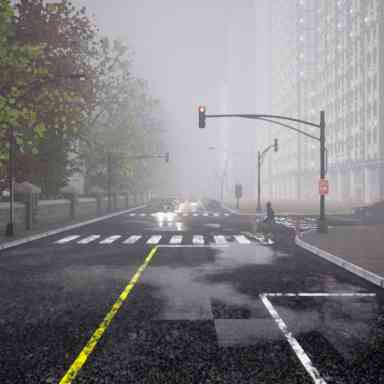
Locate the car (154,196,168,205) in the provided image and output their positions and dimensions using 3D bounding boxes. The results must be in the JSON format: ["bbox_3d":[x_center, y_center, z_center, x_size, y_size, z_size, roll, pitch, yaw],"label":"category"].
[{"bbox_3d":[-5.523,1.476,59.699,1.967,1.590,4.097,0,0,0],"label":"car"}]

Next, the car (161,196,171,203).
[{"bbox_3d":[-5.492,1.576,70.794,1.752,1.417,4.829,0,0,0],"label":"car"}]

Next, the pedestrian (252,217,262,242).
[{"bbox_3d":[2.911,1.672,15.332,0.500,1.100,0.500,0,0,0],"label":"pedestrian"}]

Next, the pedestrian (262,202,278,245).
[{"bbox_3d":[3.308,1.294,14.132,0.375,1.860,0.375,0,0,0],"label":"pedestrian"}]

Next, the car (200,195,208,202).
[{"bbox_3d":[2.920,1.509,82.204,1.967,1.590,4.097,0,0,0],"label":"car"}]

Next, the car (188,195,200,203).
[{"bbox_3d":[0.194,1.637,70.101,1.895,1.301,4.718,0,0,0],"label":"car"}]

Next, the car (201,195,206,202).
[{"bbox_3d":[2.841,1.596,54.043,1.947,1.339,4.313,0,0,0],"label":"car"}]

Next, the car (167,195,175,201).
[{"bbox_3d":[-5.446,1.623,87.860,1.887,1.381,4.507,0,0,0],"label":"car"}]

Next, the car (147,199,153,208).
[{"bbox_3d":[-5.555,1.606,48.433,1.802,1.307,4.206,0,0,0],"label":"car"}]

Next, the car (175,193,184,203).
[{"bbox_3d":[-2.814,1.269,68.268,2.150,2.045,5.566,0,0,0],"label":"car"}]

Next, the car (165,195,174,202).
[{"bbox_3d":[-5.460,1.509,82.227,1.967,1.590,4.097,0,0,0],"label":"car"}]

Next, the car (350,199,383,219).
[{"bbox_3d":[14.880,1.262,25.956,4.674,1.442,1.812,-1,0,0],"label":"car"}]

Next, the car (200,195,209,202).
[{"bbox_3d":[2.904,1.499,76.573,1.967,1.590,4.097,0,0,0],"label":"car"}]

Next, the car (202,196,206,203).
[{"bbox_3d":[2.825,1.590,48.410,1.947,1.339,4.313,0,0,0],"label":"car"}]

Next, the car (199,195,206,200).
[{"bbox_3d":[2.950,1.639,93.469,2.008,1.369,4.403,0,0,0],"label":"car"}]

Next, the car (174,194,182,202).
[{"bbox_3d":[-2.943,1.505,52.254,1.882,1.535,5.008,0,0,0],"label":"car"}]

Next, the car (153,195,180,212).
[{"bbox_3d":[-2.983,1.509,39.834,2.128,1.511,4.902,0,0,0],"label":"car"}]

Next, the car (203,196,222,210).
[{"bbox_3d":[2.810,1.585,42.778,1.947,1.339,4.313,0,0,0],"label":"car"}]

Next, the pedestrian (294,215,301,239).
[{"bbox_3d":[4.748,1.523,14.728,0.500,1.100,0.500,0,0,0],"label":"pedestrian"}]

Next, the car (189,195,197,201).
[{"bbox_3d":[0.222,1.440,80.071,1.837,1.490,4.892,0,0,0],"label":"car"}]
